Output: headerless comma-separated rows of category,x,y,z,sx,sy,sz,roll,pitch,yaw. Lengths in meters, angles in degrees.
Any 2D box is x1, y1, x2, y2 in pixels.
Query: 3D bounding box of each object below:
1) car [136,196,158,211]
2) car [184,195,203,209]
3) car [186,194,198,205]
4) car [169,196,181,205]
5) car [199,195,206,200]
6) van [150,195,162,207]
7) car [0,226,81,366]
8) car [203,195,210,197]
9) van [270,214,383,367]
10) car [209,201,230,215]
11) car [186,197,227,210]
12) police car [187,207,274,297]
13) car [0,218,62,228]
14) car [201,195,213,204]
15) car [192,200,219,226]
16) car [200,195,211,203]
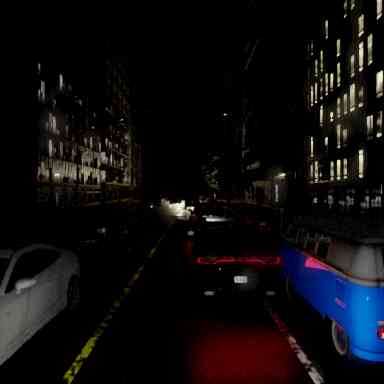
car,-5.644,1.548,39.806,2.008,1.369,4.403,0,0,0
car,0.060,1.345,45.440,2.097,1.767,4.553,0,0,0
car,0.068,1.327,59.392,2.097,1.767,4.553,0,0,0
car,-2.932,1.454,58.699,1.882,1.535,5.008,0,0,0
car,2.796,1.462,91.025,1.887,1.381,4.507,0,0,0
van,-5.630,1.328,51.191,1.690,1.788,3.998,0,0,0
car,-3.094,1.525,4.931,1.812,1.442,4.674,0,0,0
car,2.743,1.544,45.485,2.008,1.369,4.403,0,0,0
van,2.698,1.341,5.639,1.690,1.788,3.998,0,0,0
car,2.730,1.581,34.100,1.802,1.307,4.206,0,0,0
car,0.873,1.351,18.622,2.097,1.767,4.553,0,0,0
police car,0.911,1.425,8.769,1.930,1.638,5.238,0,0,0
car,-5.677,1.582,11.343,1.802,1.307,4.206,0,0,0
car,2.763,1.410,62.563,1.967,1.590,4.097,0,0,0
car,0.929,1.455,24.850,1.801,1.575,5.366,0,0,0
car,2.769,1.401,68.255,1.967,1.590,4.097,0,0,0
